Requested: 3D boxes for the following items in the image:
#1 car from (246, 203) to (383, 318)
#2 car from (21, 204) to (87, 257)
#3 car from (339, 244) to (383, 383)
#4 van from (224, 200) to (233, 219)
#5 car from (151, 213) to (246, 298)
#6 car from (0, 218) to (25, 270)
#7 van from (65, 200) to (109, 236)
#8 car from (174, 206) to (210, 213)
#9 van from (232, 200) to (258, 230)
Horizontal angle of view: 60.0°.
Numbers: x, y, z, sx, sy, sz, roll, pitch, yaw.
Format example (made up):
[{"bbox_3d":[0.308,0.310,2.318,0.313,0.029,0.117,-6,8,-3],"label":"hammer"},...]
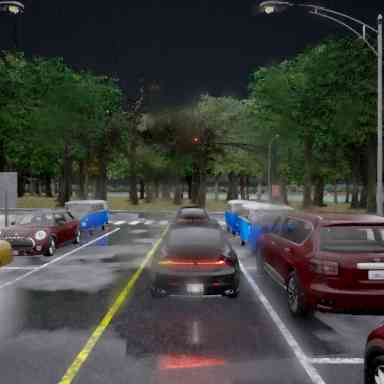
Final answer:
[{"bbox_3d":[2.758,1.318,7.334,2.192,1.841,5.009,0,0,0],"label":"car"},{"bbox_3d":[-5.769,1.445,12.766,1.967,1.590,4.097,0,0,0],"label":"car"},{"bbox_3d":[2.762,1.441,1.896,1.967,1.590,4.097,0,0,0],"label":"car"},{"bbox_3d":[2.753,1.348,18.209,1.690,1.788,3.998,0,0,0],"label":"van"},{"bbox_3d":[0.073,1.508,8.505,1.837,1.490,4.892,0,0,0],"label":"car"},{"bbox_3d":[-5.766,1.528,7.159,1.752,1.417,4.829,0,0,0],"label":"car"},{"bbox_3d":[-5.772,1.348,18.204,1.690,1.788,3.998,0,0,0],"label":"van"},{"bbox_3d":[0.003,1.512,17.909,1.837,1.490,4.892,0,0,-1],"label":"car"},{"bbox_3d":[2.756,1.346,12.771,1.690,1.788,3.998,0,0,0],"label":"van"}]
